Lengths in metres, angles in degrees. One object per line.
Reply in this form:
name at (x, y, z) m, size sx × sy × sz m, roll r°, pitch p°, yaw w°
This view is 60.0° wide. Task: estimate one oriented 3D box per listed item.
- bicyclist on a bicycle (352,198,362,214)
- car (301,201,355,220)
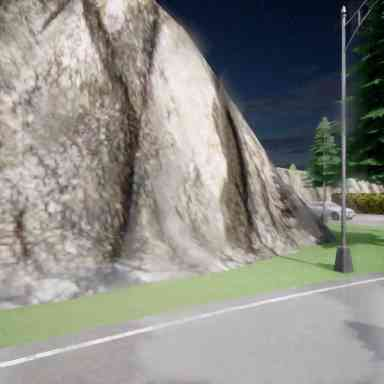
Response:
bicyclist on a bicycle at (16.507, 1.453, 33.370) m, size 1.656 × 1.620 × 0.582 m, roll 0°, pitch 0°, yaw -28°
car at (11.332, 1.526, 27.991) m, size 1.812 × 1.442 × 4.674 m, roll 0°, pitch 0°, yaw -28°
